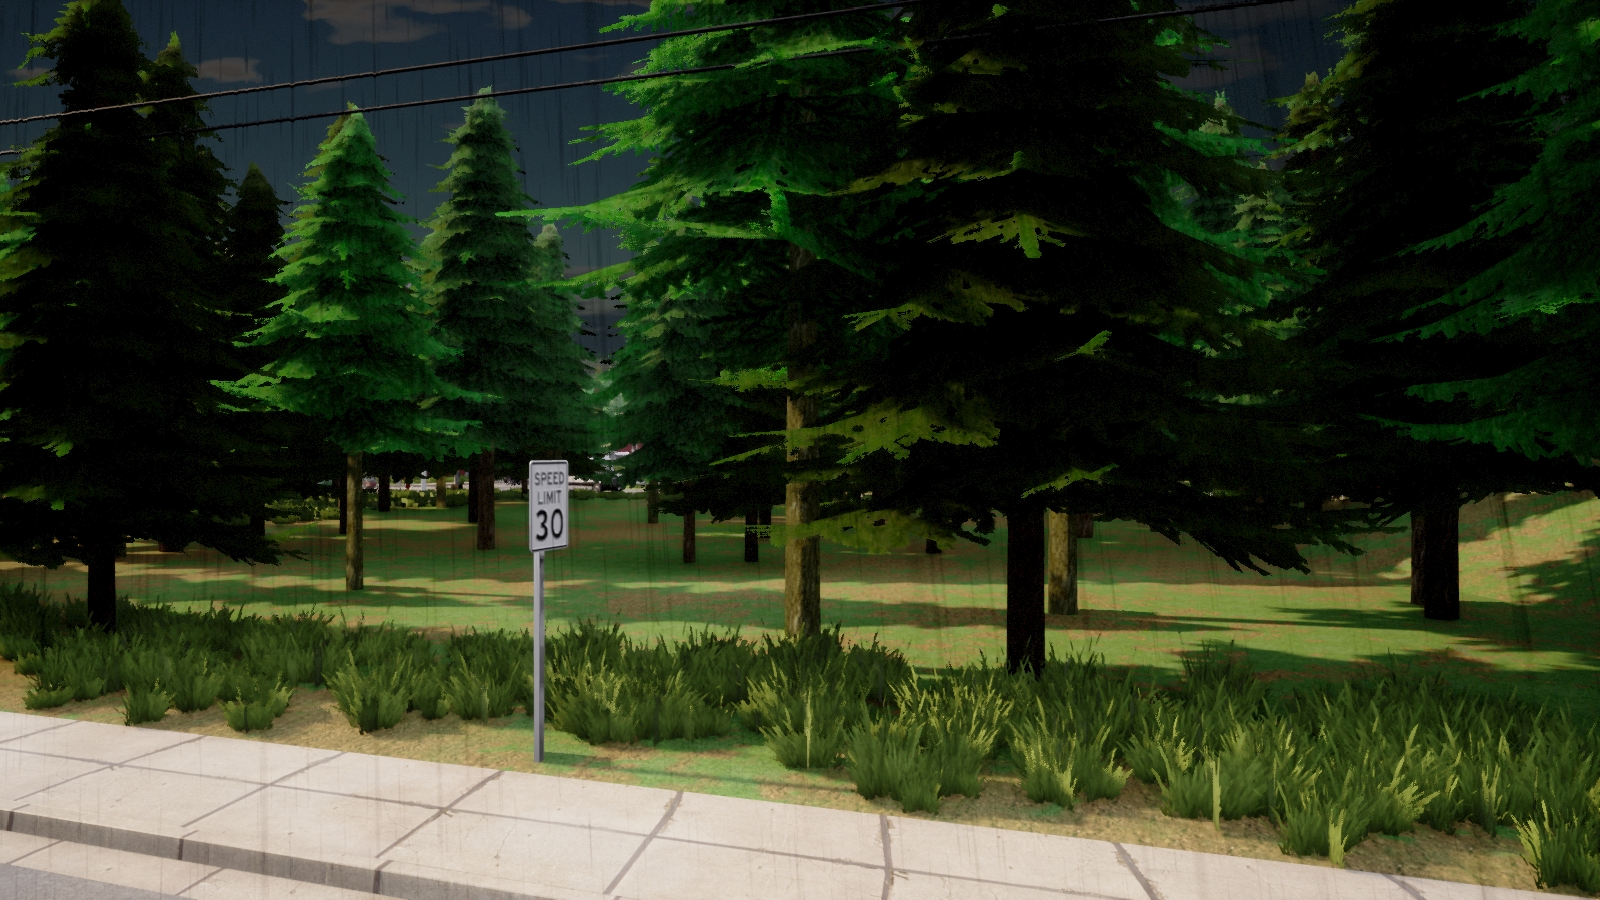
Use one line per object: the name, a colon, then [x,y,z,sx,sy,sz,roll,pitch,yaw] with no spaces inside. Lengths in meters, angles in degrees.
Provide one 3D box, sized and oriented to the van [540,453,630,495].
van: [-13.882,1.508,73.668,5.915,2.561,1.988,0,0,33]
